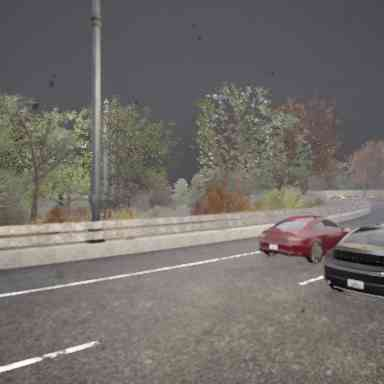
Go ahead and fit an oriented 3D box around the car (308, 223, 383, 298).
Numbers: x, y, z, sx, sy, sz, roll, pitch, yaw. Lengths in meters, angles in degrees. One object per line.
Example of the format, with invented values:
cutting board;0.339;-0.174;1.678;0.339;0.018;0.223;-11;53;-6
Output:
car;5.004;1.534;8.008;4.892;1.490;1.837;0;0;-41

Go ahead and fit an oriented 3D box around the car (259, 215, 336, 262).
car;4.304;1.571;11.989;4.674;1.442;1.812;0;0;-41
